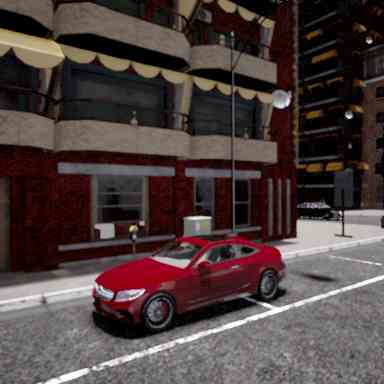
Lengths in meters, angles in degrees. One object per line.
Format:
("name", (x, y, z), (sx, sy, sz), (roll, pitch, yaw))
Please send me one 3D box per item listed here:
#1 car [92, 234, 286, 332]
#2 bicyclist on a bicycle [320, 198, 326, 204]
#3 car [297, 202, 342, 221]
("car", (0.153, 1.564, 6.729), (4.206, 1.307, 1.802), (0, 0, -35))
("bicyclist on a bicycle", (15.265, 1.530, 38.886), (1.656, 1.620, 0.582), (-1, 0, -36))
("car", (11.091, 1.687, 29.780), (2.128, 1.511, 4.902), (0, -1, -36))
